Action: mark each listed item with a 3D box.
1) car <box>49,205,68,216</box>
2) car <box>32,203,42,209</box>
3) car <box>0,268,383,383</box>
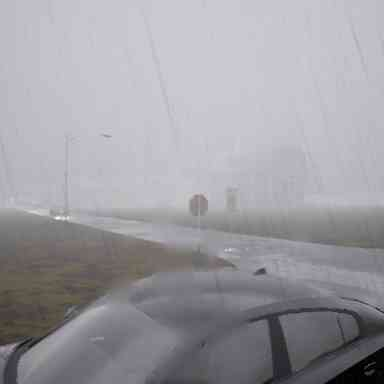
[{"bbox_3d":[-19.488,2.717,48.465,2.128,1.511,4.902,1,-2,-32],"label":"car"},{"bbox_3d":[-40.004,3.522,86.071,1.837,1.490,4.892,1,-2,-32],"label":"car"},{"bbox_3d":[-0.054,1.480,2.676,5.008,1.535,1.882,0,0,-32],"label":"car"}]
